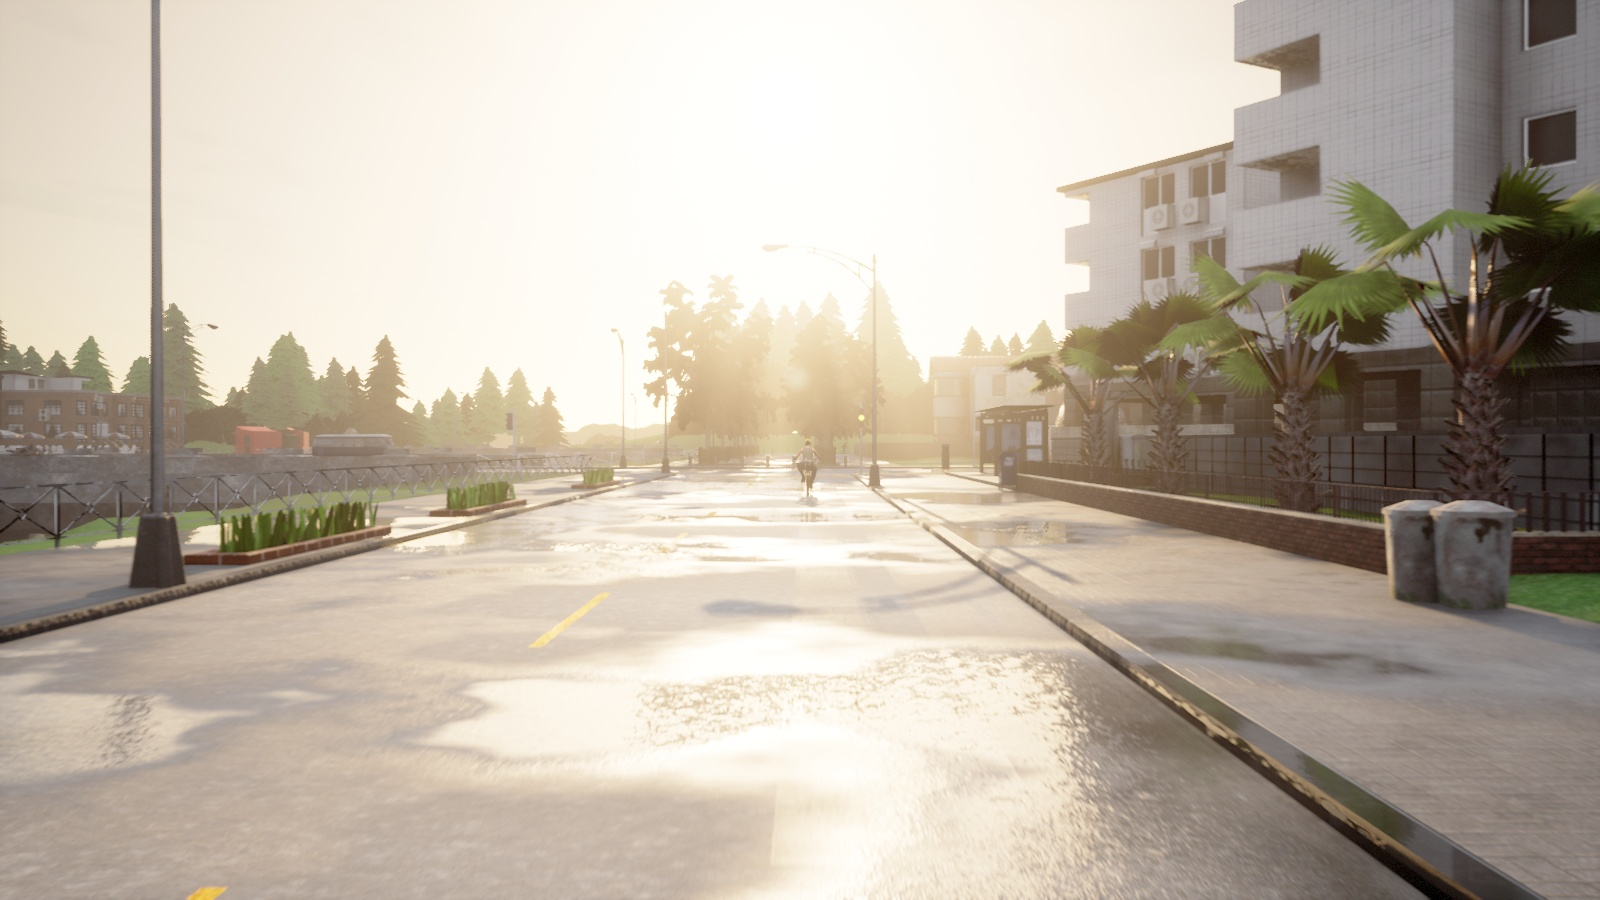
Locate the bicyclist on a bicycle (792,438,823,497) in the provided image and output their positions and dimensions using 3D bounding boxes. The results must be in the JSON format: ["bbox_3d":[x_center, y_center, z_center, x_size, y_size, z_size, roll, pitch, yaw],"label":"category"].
[{"bbox_3d":[0.220,0.483,35.529,0.866,1.612,1.509,0,0,0],"label":"bicyclist on a bicycle"}]

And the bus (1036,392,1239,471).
[{"bbox_3d":[18.639,-1.009,69.922,10.273,4.253,3.944,0,0,0],"label":"bus"}]

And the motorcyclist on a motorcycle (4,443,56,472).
[{"bbox_3d":[-40.746,0.374,66.468,2.191,1.530,0.866,0,0,0],"label":"motorcyclist on a motorcycle"}]

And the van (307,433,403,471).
[{"bbox_3d":[-23.513,0.106,66.379,4.442,1.987,1.775,0,0,0],"label":"van"}]
